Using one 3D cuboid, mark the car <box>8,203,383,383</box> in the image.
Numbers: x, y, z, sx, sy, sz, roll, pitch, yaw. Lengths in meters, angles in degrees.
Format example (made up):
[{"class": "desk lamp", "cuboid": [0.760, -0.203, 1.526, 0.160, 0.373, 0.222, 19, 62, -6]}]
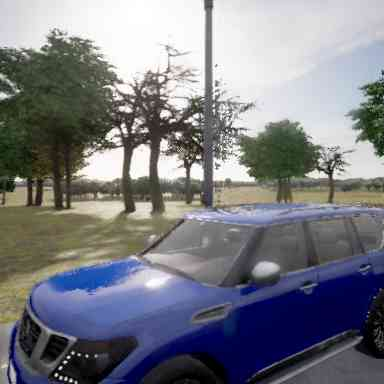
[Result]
[{"class": "car", "cuboid": [0.734, 1.206, 4.436, 5.566, 2.045, 2.150, 0, 0, -35]}]
